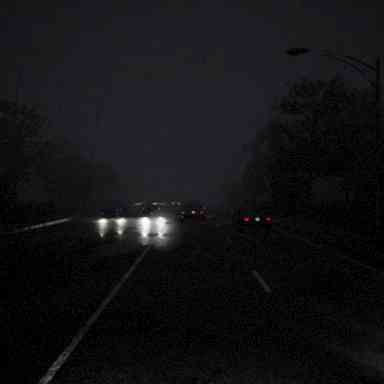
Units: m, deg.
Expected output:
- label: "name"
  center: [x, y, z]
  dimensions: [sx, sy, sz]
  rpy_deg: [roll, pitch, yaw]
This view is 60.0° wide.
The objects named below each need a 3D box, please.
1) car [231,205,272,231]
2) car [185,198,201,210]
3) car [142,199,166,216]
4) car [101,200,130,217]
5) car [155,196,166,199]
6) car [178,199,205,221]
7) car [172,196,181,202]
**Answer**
- label: "car"
  center: [3.595, 1.544, 20.769]
  dimensions: [2.033, 1.411, 5.357]
  rpy_deg: [0, 0, 0]
- label: "car"
  center: [0.094, 1.556, 43.010]
  dimensions: [1.994, 1.385, 4.181]
  rpy_deg: [0, 0, 0]
- label: "car"
  center: [-3.603, 1.595, 32.019]
  dimensions: [1.895, 1.301, 4.718]
  rpy_deg: [0, 0, 0]
- label: "car"
  center: [-7.101, 1.472, 31.144]
  dimensions: [1.882, 1.535, 5.008]
  rpy_deg: [0, 0, 0]
- label: "car"
  center: [-6.933, 1.555, 73.338]
  dimensions: [1.895, 1.301, 4.718]
  rpy_deg: [0, 0, 1]
- label: "car"
  center: [0.095, 1.542, 26.920]
  dimensions: [2.033, 1.411, 5.357]
  rpy_deg: [0, 0, 0]
- label: "car"
  center: [-3.433, 1.502, 73.292]
  dimensions: [2.033, 1.411, 5.357]
  rpy_deg: [0, 0, 1]
